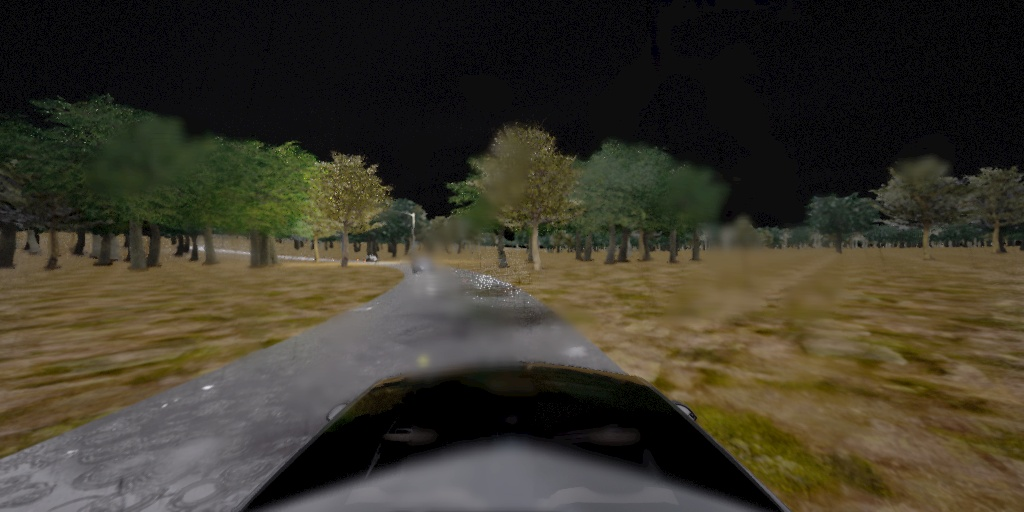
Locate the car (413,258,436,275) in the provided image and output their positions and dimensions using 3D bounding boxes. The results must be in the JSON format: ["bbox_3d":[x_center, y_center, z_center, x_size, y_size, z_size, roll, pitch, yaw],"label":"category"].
[{"bbox_3d":[-8.532,0.959,34.678,2.128,1.511,4.902,-1,1,-18],"label":"car"}]
